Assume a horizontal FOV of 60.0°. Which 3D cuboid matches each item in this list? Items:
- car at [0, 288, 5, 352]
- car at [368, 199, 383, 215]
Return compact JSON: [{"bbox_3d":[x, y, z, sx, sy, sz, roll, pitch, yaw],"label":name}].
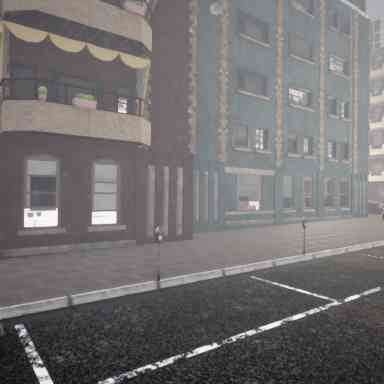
[{"bbox_3d":[-4.195,1.566,3.097,4.313,1.339,1.947,0,1,-35],"label":"car"},{"bbox_3d":[16.142,1.241,32.640,2.192,1.841,5.009,1,0,-36],"label":"car"}]
